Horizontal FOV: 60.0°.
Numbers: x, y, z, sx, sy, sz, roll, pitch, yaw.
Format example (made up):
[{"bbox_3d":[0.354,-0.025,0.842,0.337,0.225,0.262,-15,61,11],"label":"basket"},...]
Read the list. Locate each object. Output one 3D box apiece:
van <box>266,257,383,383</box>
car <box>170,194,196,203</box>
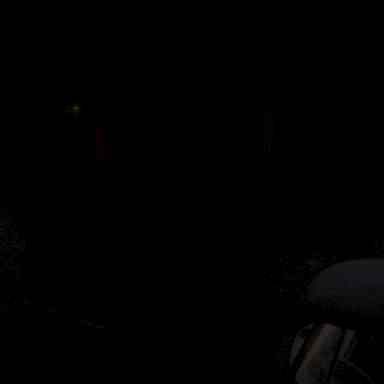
[{"bbox_3d":[2.235,1.334,1.369,3.998,1.788,1.690,0,0,35],"label":"van"},{"bbox_3d":[-1.411,1.017,52.212,1.895,1.301,4.718,0,1,36],"label":"car"}]
